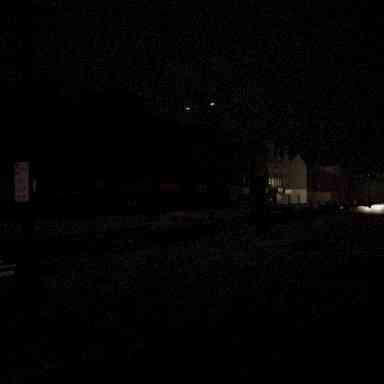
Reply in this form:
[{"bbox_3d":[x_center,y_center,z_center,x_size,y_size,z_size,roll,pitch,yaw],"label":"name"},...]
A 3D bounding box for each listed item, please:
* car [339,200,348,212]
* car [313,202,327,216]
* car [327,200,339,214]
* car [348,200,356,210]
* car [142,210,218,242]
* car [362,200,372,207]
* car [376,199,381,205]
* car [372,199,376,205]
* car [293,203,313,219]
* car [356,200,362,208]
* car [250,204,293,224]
[{"bbox_3d":[18.987,1.782,44.310,1.967,1.590,4.097,-1,-1,35],"label":"car"},{"bbox_3d":[12.488,1.819,35.124,1.802,1.307,4.206,-1,-1,35],"label":"car"},{"bbox_3d":[15.737,1.832,39.716,1.887,1.381,4.507,-1,-1,35],"label":"car"},{"bbox_3d":[22.238,1.950,48.900,2.008,1.369,4.403,-1,-1,35],"label":"car"},{"bbox_3d":[-0.415,1.597,16.896,1.752,1.417,4.829,-1,-1,35],"label":"car"},{"bbox_3d":[31.989,2.144,62.675,2.008,1.369,4.403,-1,-1,35],"label":"car"},{"bbox_3d":[44.988,2.458,81.039,2.008,1.369,4.403,-2,-2,35],"label":"car"},{"bbox_3d":[35.238,2.209,67.266,1.887,1.381,4.507,-1,-2,35],"label":"car"},{"bbox_3d":[9.237,1.741,30.533,2.008,1.369,4.403,-1,-1,35],"label":"car"},{"bbox_3d":[25.488,2.011,53.491,2.008,1.369,4.403,-1,-1,35],"label":"car"},{"bbox_3d":[5.987,1.713,25.941,1.947,1.339,4.313,-1,-1,35],"label":"car"}]
